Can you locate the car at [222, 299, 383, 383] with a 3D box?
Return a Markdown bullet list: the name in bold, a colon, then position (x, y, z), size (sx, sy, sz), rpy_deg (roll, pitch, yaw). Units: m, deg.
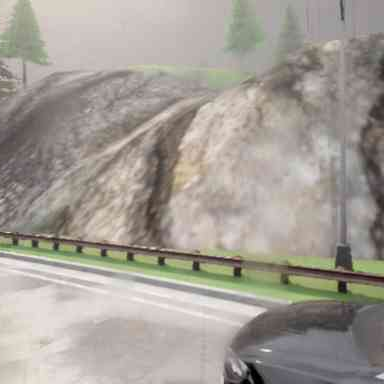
- **car**: position (2.496, 1.450, 2.179), size (4.902, 1.511, 2.128), rpy_deg (0, 0, 36)
